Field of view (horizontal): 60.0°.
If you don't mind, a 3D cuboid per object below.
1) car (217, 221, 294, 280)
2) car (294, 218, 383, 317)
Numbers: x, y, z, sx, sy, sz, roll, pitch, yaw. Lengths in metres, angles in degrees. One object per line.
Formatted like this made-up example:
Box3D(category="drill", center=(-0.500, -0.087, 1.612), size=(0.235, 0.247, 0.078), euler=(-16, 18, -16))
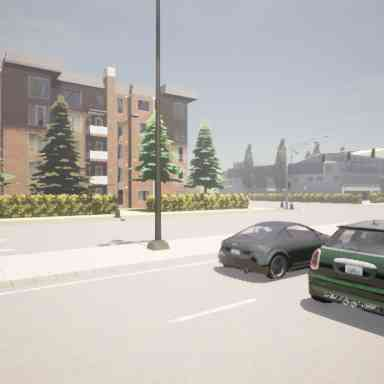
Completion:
Box3D(category="car", center=(2.790, 1.564, 10.015), size=(4.181, 1.385, 1.994), euler=(0, 0, -35))
Box3D(category="car", center=(4.504, 1.353, 6.943), size=(4.553, 1.767, 2.097), euler=(0, 0, -36))
